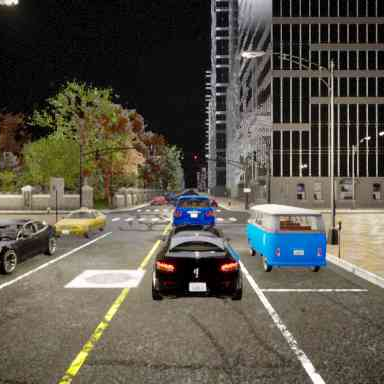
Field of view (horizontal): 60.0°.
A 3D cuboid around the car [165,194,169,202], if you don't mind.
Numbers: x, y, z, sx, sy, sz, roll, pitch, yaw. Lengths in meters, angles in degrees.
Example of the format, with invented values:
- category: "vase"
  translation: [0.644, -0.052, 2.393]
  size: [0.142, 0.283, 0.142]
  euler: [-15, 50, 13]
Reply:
- category: "car"
  translation: [-5.698, 1.520, 59.969]
  size: [2.008, 1.369, 4.403]
  euler: [0, 0, 0]

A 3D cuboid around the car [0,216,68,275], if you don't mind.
- category: "car"
  translation: [-5.770, 1.562, 10.481]
  size: [1.947, 1.339, 4.313]
  euler: [0, 0, 0]

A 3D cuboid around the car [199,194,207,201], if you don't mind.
- category: "car"
  translation: [2.680, 1.388, 82.696]
  size: [1.967, 1.590, 4.097]
  euler: [0, 0, 0]

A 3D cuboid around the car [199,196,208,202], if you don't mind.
- category: "car"
  translation: [2.680, 1.521, 77.015]
  size: [1.947, 1.339, 4.313]
  euler: [0, 0, 0]

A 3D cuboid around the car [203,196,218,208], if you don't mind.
- category: "car"
  translation: [2.685, 1.416, 48.610]
  size: [1.967, 1.590, 4.097]
  euler: [0, 0, 0]

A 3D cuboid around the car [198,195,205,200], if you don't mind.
- category: "car"
  translation: [2.678, 1.453, 94.232]
  size: [1.752, 1.417, 4.829]
  euler: [0, 0, 0]

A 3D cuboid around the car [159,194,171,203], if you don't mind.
- category: "car"
  translation: [-5.699, 1.277, 71.335]
  size: [2.192, 1.841, 5.009]
  euler: [0, 0, 0]

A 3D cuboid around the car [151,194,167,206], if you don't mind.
- category: "car"
  translation: [-5.697, 1.517, 54.286]
  size: [1.887, 1.381, 4.507]
  euler: [0, 0, 0]

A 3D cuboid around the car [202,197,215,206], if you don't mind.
- category: "car"
  translation: [2.684, 1.538, 54.290]
  size: [1.947, 1.339, 4.313]
  euler: [0, 0, 0]

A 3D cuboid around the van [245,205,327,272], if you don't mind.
- category: "van"
  translation: [2.773, 1.337, 10.484]
  size: [1.690, 1.788, 3.998]
  euler: [0, 0, 0]

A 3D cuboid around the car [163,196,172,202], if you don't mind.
- category: "car"
  translation: [-5.701, 1.538, 77.017]
  size: [1.802, 1.307, 4.206]
  euler: [0, 0, 0]

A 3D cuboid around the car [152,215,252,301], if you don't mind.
- category: "car"
  translation: [0.102, 1.523, 8.209]
  size: [1.812, 1.442, 4.674]
  euler: [0, 0, 0]

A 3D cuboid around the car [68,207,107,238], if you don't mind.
- category: "car"
  translation: [-5.820, 1.518, 17.716]
  size: [1.752, 1.417, 4.829]
  euler: [0, 0, 0]

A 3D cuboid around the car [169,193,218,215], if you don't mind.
- category: "car"
  translation: [0.098, 1.214, 18.559]
  size: [2.150, 2.045, 5.566]
  euler: [0, 0, 0]
